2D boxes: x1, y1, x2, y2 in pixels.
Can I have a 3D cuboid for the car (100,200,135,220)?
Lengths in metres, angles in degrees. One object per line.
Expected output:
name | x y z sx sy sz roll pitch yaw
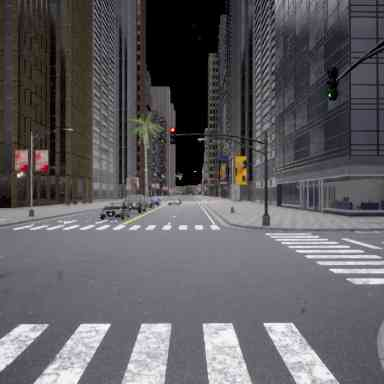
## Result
car | -6.631 1.628 29.128 1.994 1.385 4.181 0 0 0

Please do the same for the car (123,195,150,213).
car | -6.642 1.314 38.452 2.150 2.045 5.566 0 0 0

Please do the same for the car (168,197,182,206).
car | -3.218 1.782 59.798 1.895 1.301 4.718 0 0 0

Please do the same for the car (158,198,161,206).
car | -6.613 1.653 58.520 1.882 1.535 5.008 0 0 0

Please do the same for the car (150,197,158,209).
car | -6.645 1.483 48.380 2.097 1.767 4.553 0 0 0

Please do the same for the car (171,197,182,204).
car | -3.228 1.789 69.693 1.994 1.385 4.181 0 0 0
